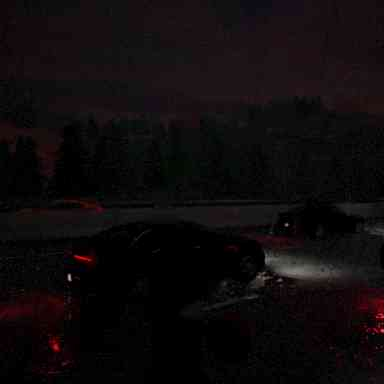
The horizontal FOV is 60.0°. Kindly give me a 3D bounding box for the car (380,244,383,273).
[{"bbox_3d":[6.746,1.463,8.425,4.892,1.490,1.837,0,0,-32],"label":"car"}]

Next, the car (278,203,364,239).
[{"bbox_3d":[6.455,1.350,16.485,5.008,1.535,1.882,0,0,-31],"label":"car"}]

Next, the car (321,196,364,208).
[{"bbox_3d":[19.594,1.239,43.275,5.357,1.411,2.033,0,1,-24],"label":"car"}]

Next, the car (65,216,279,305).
[{"bbox_3d":[-0.399,1.416,7.873,4.892,1.490,1.837,0,0,-34],"label":"car"}]

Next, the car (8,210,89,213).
[{"bbox_3d":[-7.831,1.209,19.779,5.008,1.535,1.882,0,1,-34],"label":"car"}]

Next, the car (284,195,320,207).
[{"bbox_3d":[14.892,1.165,44.910,4.674,1.442,1.812,0,1,-25],"label":"car"}]
